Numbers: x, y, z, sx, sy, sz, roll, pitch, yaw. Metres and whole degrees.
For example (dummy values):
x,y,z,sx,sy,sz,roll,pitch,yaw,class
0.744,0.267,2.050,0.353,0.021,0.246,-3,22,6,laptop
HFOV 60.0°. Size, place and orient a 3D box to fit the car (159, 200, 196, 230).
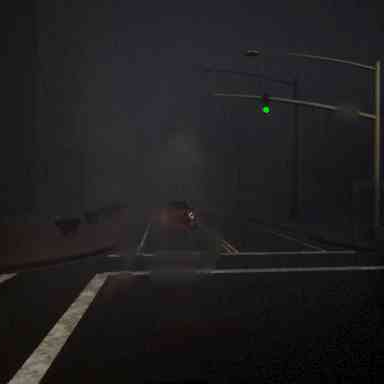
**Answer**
x,y,z,sx,sy,sz,roll,pitch,yaw,class
-0.975,1.341,20.928,2.097,1.767,4.553,0,0,-5,car
